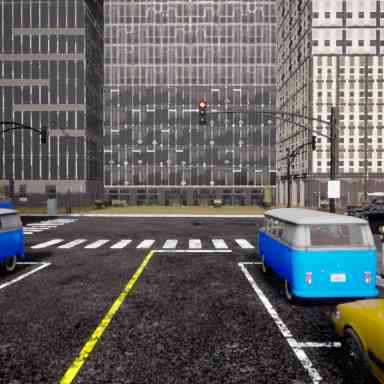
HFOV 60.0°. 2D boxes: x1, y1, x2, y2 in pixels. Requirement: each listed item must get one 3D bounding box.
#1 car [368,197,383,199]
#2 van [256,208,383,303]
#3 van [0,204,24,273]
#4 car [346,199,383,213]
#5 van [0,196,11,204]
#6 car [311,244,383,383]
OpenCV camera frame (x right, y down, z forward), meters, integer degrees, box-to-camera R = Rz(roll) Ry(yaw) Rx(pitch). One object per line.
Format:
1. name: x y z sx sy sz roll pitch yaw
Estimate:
1. car: 15.252 1.339 27.278 5.009 1.841 2.192 0 1 0
2. van: 2.682 1.339 7.953 1.690 1.788 3.998 -1 0 0
3. van: -5.699 1.339 7.986 1.690 1.788 3.998 -1 0 0
4. car: 13.824 1.544 24.688 4.902 1.511 2.128 0 1 0
5. van: -17.138 1.201 27.486 3.998 1.788 1.690 0 1 0
6. car: 2.682 1.525 2.521 1.752 1.417 4.829 -1 0 0
